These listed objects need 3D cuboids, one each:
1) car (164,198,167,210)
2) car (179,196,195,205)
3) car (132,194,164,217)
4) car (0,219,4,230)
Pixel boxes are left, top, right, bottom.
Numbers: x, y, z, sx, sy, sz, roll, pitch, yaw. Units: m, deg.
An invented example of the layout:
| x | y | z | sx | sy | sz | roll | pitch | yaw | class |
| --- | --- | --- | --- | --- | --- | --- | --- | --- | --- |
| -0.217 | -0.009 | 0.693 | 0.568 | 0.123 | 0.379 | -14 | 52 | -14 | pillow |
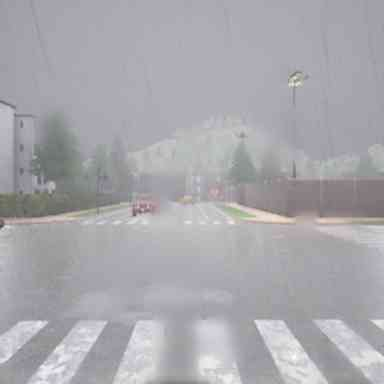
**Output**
| x | y | z | sx | sy | sz | roll | pitch | yaw | class |
| --- | --- | --- | --- | --- | --- | --- | --- | --- | --- |
| -4.308 | 1.349 | 42.018 | 2.097 | 1.767 | 4.553 | 0 | 0 | 0 | car |
| -0.879 | 1.477 | 58.599 | 1.882 | 1.535 | 5.008 | 0 | 0 | -14 | car |
| -4.298 | 1.215 | 31.955 | 2.150 | 2.045 | 5.566 | 0 | 0 | 0 | car |
| -12.056 | 1.606 | 16.495 | 4.718 | 1.301 | 1.895 | 0 | 0 | 8 | car |
